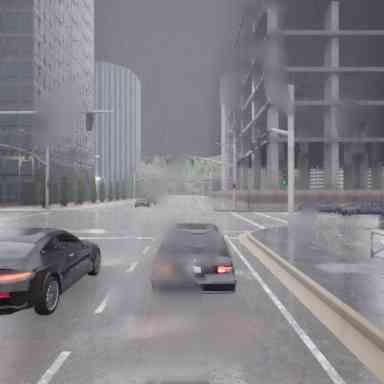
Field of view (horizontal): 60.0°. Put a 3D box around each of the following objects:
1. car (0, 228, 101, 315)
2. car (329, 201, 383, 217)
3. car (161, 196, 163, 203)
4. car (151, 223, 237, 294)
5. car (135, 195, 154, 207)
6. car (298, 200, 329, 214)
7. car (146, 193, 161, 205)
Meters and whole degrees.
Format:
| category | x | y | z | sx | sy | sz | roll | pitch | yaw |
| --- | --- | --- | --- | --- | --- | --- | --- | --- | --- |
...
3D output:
| category | x | y | z | sx | sy | sz | roll | pitch | yaw |
| --- | --- | --- | --- | --- | --- | --- | --- | --- | --- |
| car | -3.456 | 1.526 | 7.419 | 1.812 | 1.442 | 4.674 | 0 | 0 | 0 |
| car | 15.837 | 1.492 | 30.250 | 5.357 | 1.411 | 2.033 | 0 | 0 | 0 |
| car | -7.161 | 1.352 | 68.336 | 2.097 | 1.767 | 4.553 | 0 | 0 | 0 |
| car | 0.051 | 1.547 | 8.937 | 2.033 | 1.411 | 5.357 | 0 | 0 | 0 |
| car | -7.206 | 1.564 | 49.195 | 1.994 | 1.385 | 4.181 | 0 | 0 | 0 |
| car | 12.969 | 1.508 | 33.733 | 4.181 | 1.385 | 1.994 | 0 | 0 | 0 |
| car | -7.207 | 1.221 | 58.513 | 2.150 | 2.045 | 5.566 | 0 | 0 | 0 |
